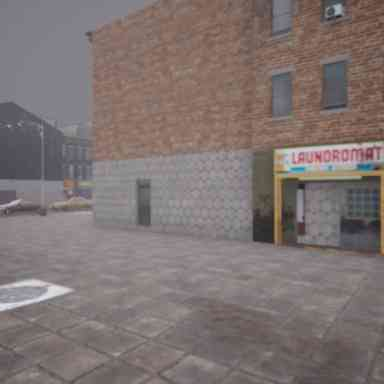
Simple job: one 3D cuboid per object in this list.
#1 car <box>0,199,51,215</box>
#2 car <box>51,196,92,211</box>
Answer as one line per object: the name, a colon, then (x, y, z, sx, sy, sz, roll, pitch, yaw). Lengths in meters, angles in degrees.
car: (-15.519, 1.331, 30.253, 1.802, 1.307, 4.206, 1, 2, 36)
car: (-12.403, 1.158, 34.614, 1.752, 1.417, 4.829, 1, 2, 36)
